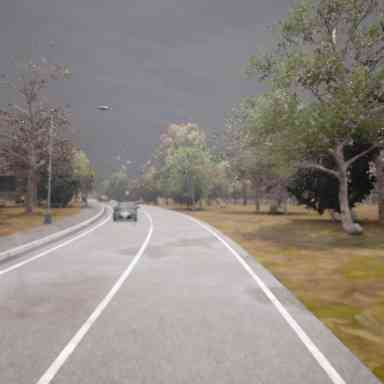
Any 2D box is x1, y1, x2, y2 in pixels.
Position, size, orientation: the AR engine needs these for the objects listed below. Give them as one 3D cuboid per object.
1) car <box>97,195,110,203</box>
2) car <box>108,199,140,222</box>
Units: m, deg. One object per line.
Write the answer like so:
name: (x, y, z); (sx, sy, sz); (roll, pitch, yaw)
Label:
car: (-17.645, 1.350, 66.555); (1.812, 1.442, 4.674); (2, 0, -25)
car: (-5.226, 1.491, 26.545); (2.128, 1.511, 4.902); (1, 0, -9)
